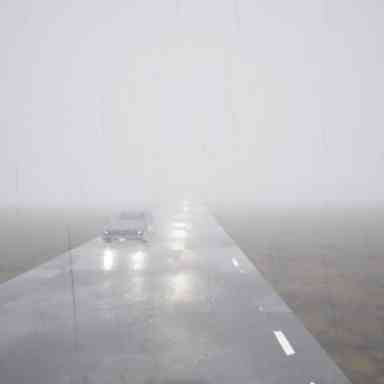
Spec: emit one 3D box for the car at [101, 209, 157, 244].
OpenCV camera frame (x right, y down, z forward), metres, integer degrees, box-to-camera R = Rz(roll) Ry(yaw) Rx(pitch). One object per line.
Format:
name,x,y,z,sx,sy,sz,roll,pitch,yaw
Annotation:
car,-2.795,1.535,16.051,2.033,1.411,5.357,0,0,1
